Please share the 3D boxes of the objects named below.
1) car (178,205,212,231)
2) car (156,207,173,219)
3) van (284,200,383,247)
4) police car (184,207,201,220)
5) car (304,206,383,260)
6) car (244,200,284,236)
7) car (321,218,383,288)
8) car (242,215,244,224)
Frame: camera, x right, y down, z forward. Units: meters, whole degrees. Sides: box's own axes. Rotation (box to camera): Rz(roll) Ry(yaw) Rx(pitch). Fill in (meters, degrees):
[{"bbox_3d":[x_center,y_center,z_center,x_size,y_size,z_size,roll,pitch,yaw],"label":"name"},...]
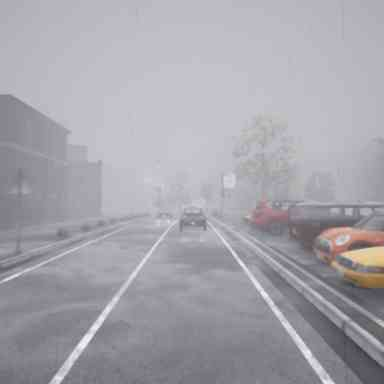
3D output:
[{"bbox_3d":[0.067,1.880,23.828,2.128,1.511,4.902,0,-2,0],"label":"car"},{"bbox_3d":[-3.321,2.555,41.358,2.033,1.411,5.357,0,-3,0],"label":"car"},{"bbox_3d":[6.380,1.386,13.695,4.442,1.987,1.878,0,-1,0],"label":"van"},{"bbox_3d":[0.029,2.613,41.570,2.038,1.542,4.974,0,-3,0],"label":"police car"},{"bbox_3d":[6.315,1.438,10.656,4.553,1.767,2.185,0,-1,0],"label":"car"},{"bbox_3d":[6.245,1.477,19.886,5.566,2.045,2.435,0,-1,0],"label":"car"},{"bbox_3d":[6.118,1.527,7.736,5.366,1.575,1.946,0,-1,0],"label":"car"},{"bbox_3d":[6.189,1.800,22.797,5.008,1.535,2.097,0,-1,-1],"label":"car"}]
